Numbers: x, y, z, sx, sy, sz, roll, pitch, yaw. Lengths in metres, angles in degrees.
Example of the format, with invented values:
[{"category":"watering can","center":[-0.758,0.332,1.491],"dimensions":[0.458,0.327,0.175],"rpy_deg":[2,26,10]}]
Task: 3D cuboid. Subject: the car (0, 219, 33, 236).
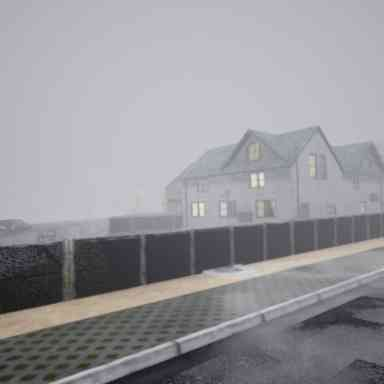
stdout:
[{"category":"car","center":[-18.305,3.590,34.375],"dimensions":[2.097,1.767,4.553],"rpy_deg":[-1,-3,-4]}]
